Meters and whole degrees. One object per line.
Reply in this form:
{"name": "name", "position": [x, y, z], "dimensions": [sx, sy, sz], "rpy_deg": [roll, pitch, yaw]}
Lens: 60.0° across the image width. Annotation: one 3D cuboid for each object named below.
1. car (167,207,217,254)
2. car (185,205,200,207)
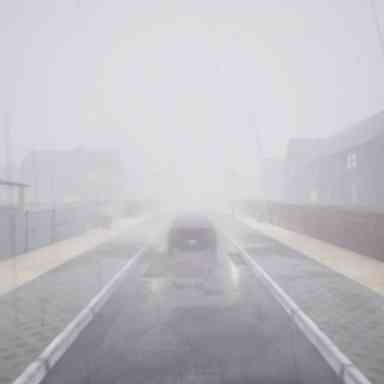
{"name": "car", "position": [0.030, 1.639, 14.250], "dimensions": [1.882, 1.535, 5.008], "rpy_deg": [0, 0, 1]}
{"name": "car", "position": [0.030, 1.848, 28.893], "dimensions": [1.812, 1.442, 4.674], "rpy_deg": [0, 0, 1]}
